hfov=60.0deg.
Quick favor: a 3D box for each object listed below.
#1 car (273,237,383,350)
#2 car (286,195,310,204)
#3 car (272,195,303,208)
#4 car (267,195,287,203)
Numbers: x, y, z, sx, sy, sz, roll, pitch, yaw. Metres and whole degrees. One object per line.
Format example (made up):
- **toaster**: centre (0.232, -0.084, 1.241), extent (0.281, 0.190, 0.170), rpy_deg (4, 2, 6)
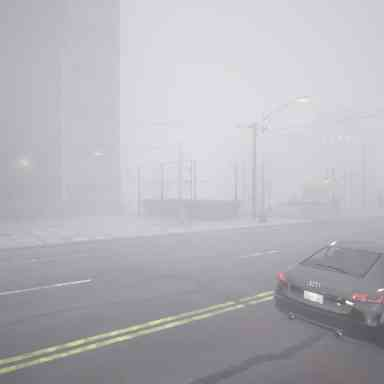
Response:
- **car**: centre (3.480, 1.564, 6.227), extent (4.181, 1.385, 1.994), rpy_deg (0, 0, -35)
- **car**: centre (20.261, 1.420, 63.769), extent (4.674, 1.452, 2.002), rpy_deg (0, 0, -36)
- **car**: centre (13.347, 1.254, 44.710), extent (4.553, 1.767, 2.185), rpy_deg (0, 0, -36)
- **car**: centre (17.356, 1.452, 67.771), extent (3.806, 1.475, 1.970), rpy_deg (0, 0, -36)
